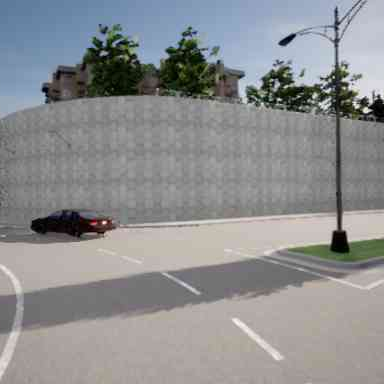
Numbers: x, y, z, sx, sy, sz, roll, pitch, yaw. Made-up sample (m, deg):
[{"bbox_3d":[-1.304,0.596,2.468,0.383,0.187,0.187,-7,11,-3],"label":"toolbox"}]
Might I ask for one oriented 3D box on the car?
[{"bbox_3d":[-6.463,1.605,17.919,5.357,1.411,2.033,-1,0,33],"label":"car"}]
